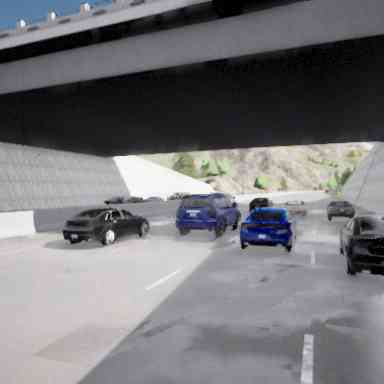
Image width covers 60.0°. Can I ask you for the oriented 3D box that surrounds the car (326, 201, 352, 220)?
[{"bbox_3d":[11.498,1.366,25.808,2.033,1.411,5.357,0,0,21],"label":"car"}]

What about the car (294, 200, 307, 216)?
[{"bbox_3d":[9.334,1.412,29.960,1.895,1.301,4.718,0,0,21],"label":"car"}]

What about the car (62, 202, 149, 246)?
[{"bbox_3d":[-3.704,1.456,15.176,1.837,1.490,4.892,0,0,21],"label":"car"}]

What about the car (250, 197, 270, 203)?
[{"bbox_3d":[7.181,1.281,34.160,1.882,1.535,5.008,0,0,21],"label":"car"}]

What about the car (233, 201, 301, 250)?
[{"bbox_3d":[3.360,1.395,14.063,1.882,1.535,5.008,0,1,21],"label":"car"}]

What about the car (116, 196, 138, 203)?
[{"bbox_3d":[-9.016,1.304,51.255,2.128,1.511,4.902,0,0,21],"label":"car"}]

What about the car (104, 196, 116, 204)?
[{"bbox_3d":[-11.935,1.366,53.417,2.033,1.411,5.357,0,0,21],"label":"car"}]

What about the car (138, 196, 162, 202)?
[{"bbox_3d":[-5.807,1.327,49.849,1.812,1.442,4.674,0,0,21],"label":"car"}]

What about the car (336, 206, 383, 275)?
[{"bbox_3d":[5.480,1.403,9.810,1.882,1.535,5.008,0,1,21],"label":"car"}]

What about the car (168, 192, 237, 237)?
[{"bbox_3d":[1.009,1.133,17.721,2.150,2.045,5.566,0,0,21],"label":"car"}]

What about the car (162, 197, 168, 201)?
[{"bbox_3d":[-1.954,1.001,50.146,2.150,2.045,5.566,0,0,21],"label":"car"}]

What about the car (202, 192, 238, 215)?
[{"bbox_3d":[2.866,1.048,32.641,2.150,2.045,5.566,0,-1,21],"label":"car"}]
